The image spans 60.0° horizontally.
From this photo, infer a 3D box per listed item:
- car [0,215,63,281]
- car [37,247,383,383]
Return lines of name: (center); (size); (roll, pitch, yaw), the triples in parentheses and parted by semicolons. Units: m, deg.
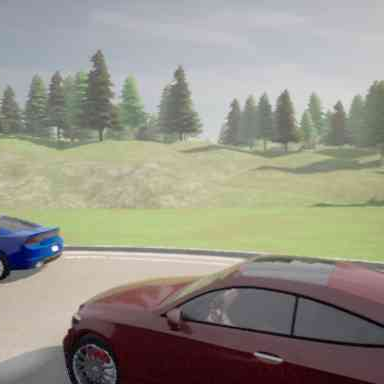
car: (-6.013, 1.348, 8.756); (5.008, 1.535, 1.882); (-1, 1, 4)
car: (0.766, 1.412, 3.422); (4.674, 1.442, 1.812); (0, 1, 29)
